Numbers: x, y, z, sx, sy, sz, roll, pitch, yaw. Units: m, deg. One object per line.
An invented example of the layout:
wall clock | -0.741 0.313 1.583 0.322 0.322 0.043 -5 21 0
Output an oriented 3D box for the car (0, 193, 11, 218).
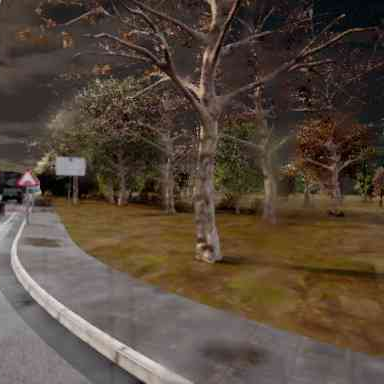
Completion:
car | -15.267 1.094 25.091 2.128 1.511 4.902 0 1 -25

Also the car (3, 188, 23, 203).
car | -25.014 0.386 46.355 2.150 2.045 5.566 0 1 -24
